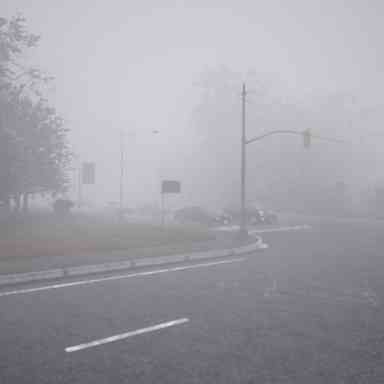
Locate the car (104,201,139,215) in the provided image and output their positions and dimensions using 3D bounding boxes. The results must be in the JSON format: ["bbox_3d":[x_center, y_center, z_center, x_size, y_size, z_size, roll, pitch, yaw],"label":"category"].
[{"bbox_3d":[-8.007,1.684,36.247,1.812,1.442,4.674,1,0,-39],"label":"car"}]

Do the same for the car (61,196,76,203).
[{"bbox_3d":[-29.889,1.716,80.497,1.882,1.535,5.008,1,0,-39],"label":"car"}]

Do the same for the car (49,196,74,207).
[{"bbox_3d":[-20.608,1.683,52.126,1.812,1.442,4.674,1,-1,-39],"label":"car"}]

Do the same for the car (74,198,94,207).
[{"bbox_3d":[-17.523,1.664,53.862,1.882,1.535,5.008,1,-1,-38],"label":"car"}]

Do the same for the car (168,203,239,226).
[{"bbox_3d":[0.705,1.715,25.372,2.033,1.411,5.357,1,0,-39],"label":"car"}]

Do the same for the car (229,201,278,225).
[{"bbox_3d":[4.501,1.559,26.236,2.097,1.767,4.553,1,0,-39],"label":"car"}]

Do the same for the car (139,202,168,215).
[{"bbox_3d":[-4.063,1.799,36.918,1.895,1.301,4.718,1,0,-39],"label":"car"}]

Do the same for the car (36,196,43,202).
[{"bbox_3d":[-39.154,1.749,86.460,1.895,1.301,4.718,1,0,-39],"label":"car"}]

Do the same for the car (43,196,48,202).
[{"bbox_3d":[-32.895,1.798,78.650,1.895,1.301,4.718,1,0,-39],"label":"car"}]
